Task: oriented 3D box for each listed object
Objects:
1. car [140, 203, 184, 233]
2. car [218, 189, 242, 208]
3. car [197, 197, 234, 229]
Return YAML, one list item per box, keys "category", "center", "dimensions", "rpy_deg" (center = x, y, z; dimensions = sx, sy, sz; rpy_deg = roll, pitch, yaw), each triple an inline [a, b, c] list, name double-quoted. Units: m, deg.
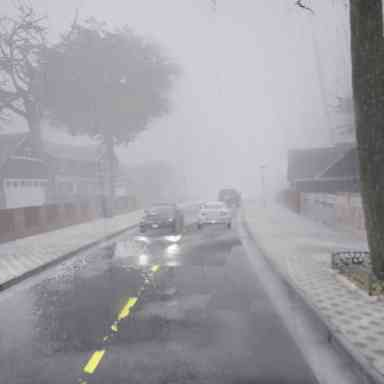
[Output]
- category: "car"
  center: [-1.546, 1.346, 18.496]
  dimensions: [1.812, 1.442, 4.674]
  rpy_deg: [-2, 1, 7]
- category: "car"
  center: [4.195, 0.645, 36.636]
  dimensions: [2.150, 2.045, 5.566]
  rpy_deg: [-2, 1, 13]
- category: "car"
  center: [1.352, 1.245, 19.361]
  dimensions: [1.812, 1.442, 4.674]
  rpy_deg: [-2, 1, 7]
